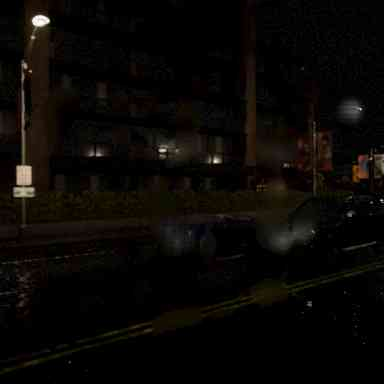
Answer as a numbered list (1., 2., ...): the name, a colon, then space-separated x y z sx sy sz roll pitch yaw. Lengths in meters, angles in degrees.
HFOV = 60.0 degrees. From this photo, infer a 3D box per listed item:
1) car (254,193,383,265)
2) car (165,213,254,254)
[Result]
1. car: 5.046 1.169 11.917 5.566 2.045 2.150 0 0 -36
2. car: 1.276 1.557 13.521 4.718 1.301 1.895 0 0 -36
